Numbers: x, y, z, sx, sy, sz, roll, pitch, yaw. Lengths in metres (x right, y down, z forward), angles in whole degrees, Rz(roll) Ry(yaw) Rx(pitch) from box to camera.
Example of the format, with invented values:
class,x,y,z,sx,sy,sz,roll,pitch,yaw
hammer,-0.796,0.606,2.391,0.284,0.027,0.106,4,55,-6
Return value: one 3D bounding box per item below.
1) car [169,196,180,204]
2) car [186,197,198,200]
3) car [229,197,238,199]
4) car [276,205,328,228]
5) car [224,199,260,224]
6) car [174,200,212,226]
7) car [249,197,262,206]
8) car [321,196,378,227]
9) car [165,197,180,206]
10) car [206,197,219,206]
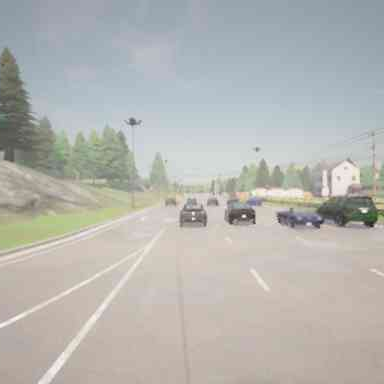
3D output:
class,x,y,z,sx,sy,sz,roll,pitch,yaw
car,-3.519,1.640,66.414,1.882,1.535,5.008,0,0,0
car,-0.016,1.623,55.965,2.128,1.511,4.902,0,0,0
car,6.984,1.637,55.967,1.837,1.490,4.892,0,0,0
car,7.093,1.654,22.396,1.895,1.301,4.718,0,0,0
car,3.593,1.538,25.470,1.882,1.535,5.008,0,0,0
car,0.093,1.548,23.859,2.128,1.511,4.902,0,0,0
car,10.484,1.610,55.968,1.882,1.535,5.008,0,0,0
car,10.594,1.276,23.118,2.150,2.045,5.566,0,0,0
car,-3.516,1.637,55.994,1.837,1.490,4.892,0,0,0
car,3.484,1.637,55.967,1.837,1.490,4.892,0,0,0
